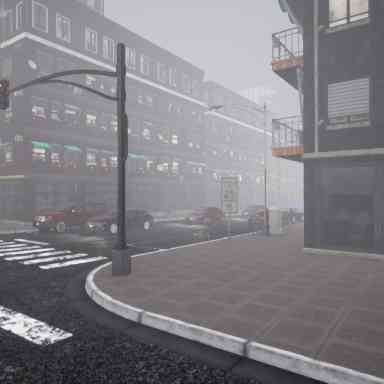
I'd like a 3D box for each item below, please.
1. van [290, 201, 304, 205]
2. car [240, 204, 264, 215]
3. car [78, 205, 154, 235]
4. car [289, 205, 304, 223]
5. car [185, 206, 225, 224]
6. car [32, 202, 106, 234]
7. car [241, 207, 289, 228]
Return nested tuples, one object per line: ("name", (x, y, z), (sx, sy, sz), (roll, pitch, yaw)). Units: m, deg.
("van", (18.554, 2.464, 58.802), (1.690, 1.788, 3.998), (-2, -2, 35))
("car", (7.297, 2.189, 38.259), (1.837, 1.490, 4.892), (0, -1, 36))
("car", (-4.533, 1.814, 21.479), (1.837, 1.490, 4.892), (0, -1, 35))
("car", (9.057, 2.121, 30.803), (2.008, 1.369, 4.403), (-2, -2, 35))
("car", (1.322, 2.020, 29.782), (1.812, 1.442, 4.674), (0, -1, 35))
("car", (-7.619, 1.604, 21.620), (2.192, 1.841, 5.009), (-1, -2, 35))
("car", (5.786, 2.048, 26.153), (1.802, 1.307, 4.206), (-2, -2, 35))
